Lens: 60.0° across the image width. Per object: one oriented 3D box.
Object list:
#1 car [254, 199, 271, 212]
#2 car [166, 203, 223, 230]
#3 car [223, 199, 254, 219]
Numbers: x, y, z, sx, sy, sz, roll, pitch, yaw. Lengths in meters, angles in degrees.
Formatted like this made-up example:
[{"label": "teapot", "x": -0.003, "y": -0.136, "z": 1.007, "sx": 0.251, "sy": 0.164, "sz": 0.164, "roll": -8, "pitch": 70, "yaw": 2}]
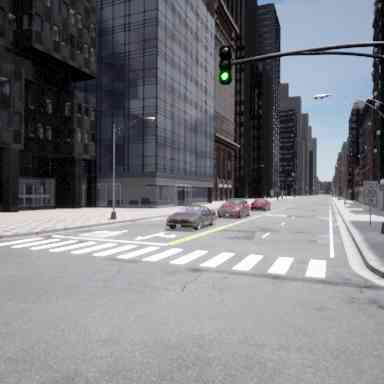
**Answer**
[{"label": "car", "x": 8.775, "y": 1.623, "z": 42.463, "sx": 1.882, "sy": 1.535, "sz": 5.008, "roll": 0, "pitch": 0, "yaw": 23}, {"label": "car", "x": 0.139, "y": 1.589, "z": 21.700, "sx": 2.033, "sy": 1.411, "sz": 5.357, "roll": 0, "pitch": 0, "yaw": 20}, {"label": "car", "x": 3.915, "y": 1.439, "z": 30.736, "sx": 2.097, "sy": 1.767, "sz": 4.553, "roll": 0, "pitch": 0, "yaw": 23}]
